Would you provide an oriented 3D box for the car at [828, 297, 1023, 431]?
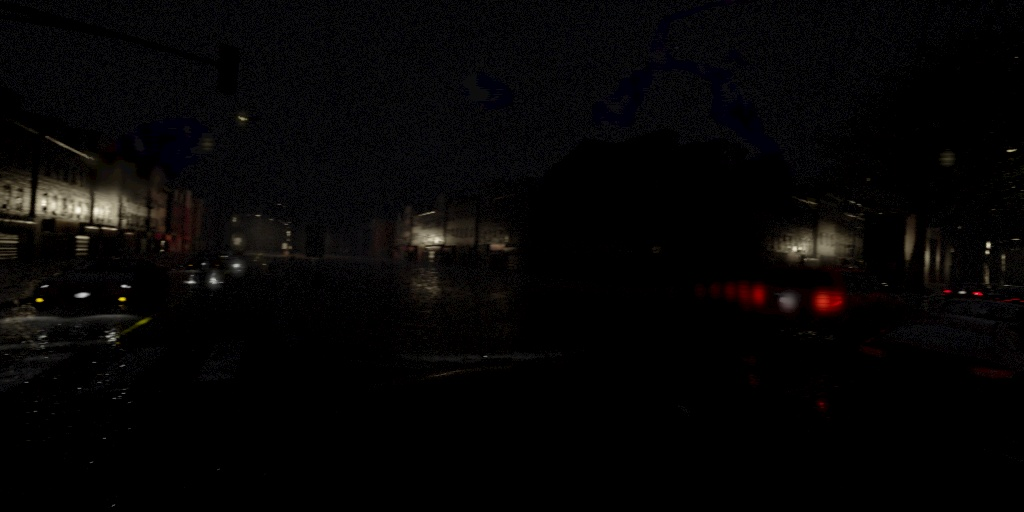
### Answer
[{"bbox_3d":[7.108,1.596,5.858,4.207,1.307,1.802,0,0,-33],"label":"car"}]

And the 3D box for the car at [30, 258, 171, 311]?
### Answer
[{"bbox_3d":[-12.108,0.757,10.907,1.994,1.385,4.181,3,0,-33],"label":"car"}]

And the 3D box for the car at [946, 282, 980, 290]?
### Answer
[{"bbox_3d":[32.067,2.583,25.183,5.357,1.411,2.033,2,0,-32],"label":"car"}]

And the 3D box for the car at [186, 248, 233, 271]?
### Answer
[{"bbox_3d":[-21.952,0.291,26.026,1.994,1.385,4.181,3,0,-33],"label":"car"}]

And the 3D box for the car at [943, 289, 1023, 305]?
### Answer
[{"bbox_3d":[11.526,1.741,8.751,4.403,1.370,2.007,0,0,-33],"label":"car"}]

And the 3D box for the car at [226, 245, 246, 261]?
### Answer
[{"bbox_3d":[-30.837,-0.412,39.864,2.128,1.511,4.902,3,-1,-33],"label":"car"}]

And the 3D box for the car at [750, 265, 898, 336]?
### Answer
[{"bbox_3d":[9.363,1.339,10.573,5.566,2.045,2.150,2,0,-31],"label":"car"}]

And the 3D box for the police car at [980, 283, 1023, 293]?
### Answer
[{"bbox_3d":[23.068,2.079,16.112,5.238,1.638,1.930,2,0,-33],"label":"police car"}]
